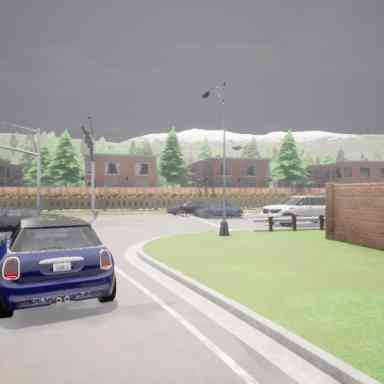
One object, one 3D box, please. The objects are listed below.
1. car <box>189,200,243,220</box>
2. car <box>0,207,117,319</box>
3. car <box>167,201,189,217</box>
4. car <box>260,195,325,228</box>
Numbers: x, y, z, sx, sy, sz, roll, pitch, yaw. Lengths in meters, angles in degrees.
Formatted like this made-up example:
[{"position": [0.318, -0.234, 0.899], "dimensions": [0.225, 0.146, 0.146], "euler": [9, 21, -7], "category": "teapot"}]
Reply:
[{"position": [2.210, 1.565, 28.139], "dimensions": [4.181, 1.385, 1.994], "euler": [0, 0, -14], "category": "car"}, {"position": [-3.325, 1.352, 7.777], "dimensions": [2.097, 1.767, 4.553], "euler": [0, 0, -29], "category": "car"}, {"position": [0.083, 1.506, 31.218], "dimensions": [4.892, 1.490, 1.837], "euler": [1, 0, -14], "category": "car"}, {"position": [7.384, 1.221, 22.209], "dimensions": [5.566, 2.045, 2.150], "euler": [0, 0, -14], "category": "car"}]
